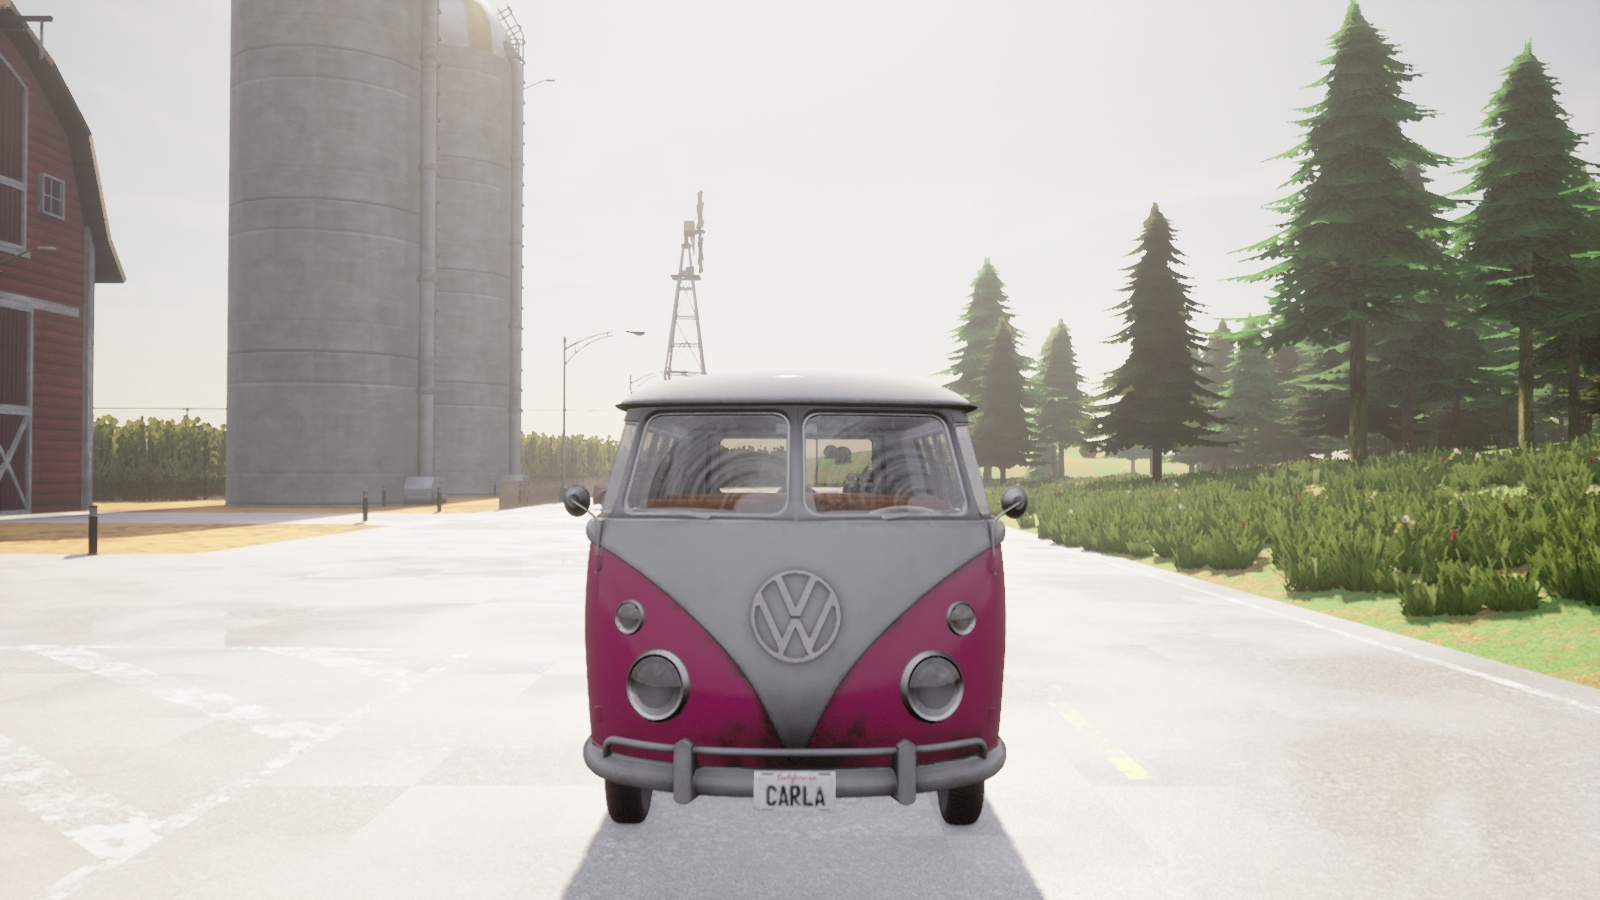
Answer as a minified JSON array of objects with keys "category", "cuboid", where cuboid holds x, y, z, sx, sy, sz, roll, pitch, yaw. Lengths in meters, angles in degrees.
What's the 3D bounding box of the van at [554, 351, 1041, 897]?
[{"category":"van","cuboid":[-0.018,0.665,6.818,1.775,1.987,4.442,0,-1,0]}]
